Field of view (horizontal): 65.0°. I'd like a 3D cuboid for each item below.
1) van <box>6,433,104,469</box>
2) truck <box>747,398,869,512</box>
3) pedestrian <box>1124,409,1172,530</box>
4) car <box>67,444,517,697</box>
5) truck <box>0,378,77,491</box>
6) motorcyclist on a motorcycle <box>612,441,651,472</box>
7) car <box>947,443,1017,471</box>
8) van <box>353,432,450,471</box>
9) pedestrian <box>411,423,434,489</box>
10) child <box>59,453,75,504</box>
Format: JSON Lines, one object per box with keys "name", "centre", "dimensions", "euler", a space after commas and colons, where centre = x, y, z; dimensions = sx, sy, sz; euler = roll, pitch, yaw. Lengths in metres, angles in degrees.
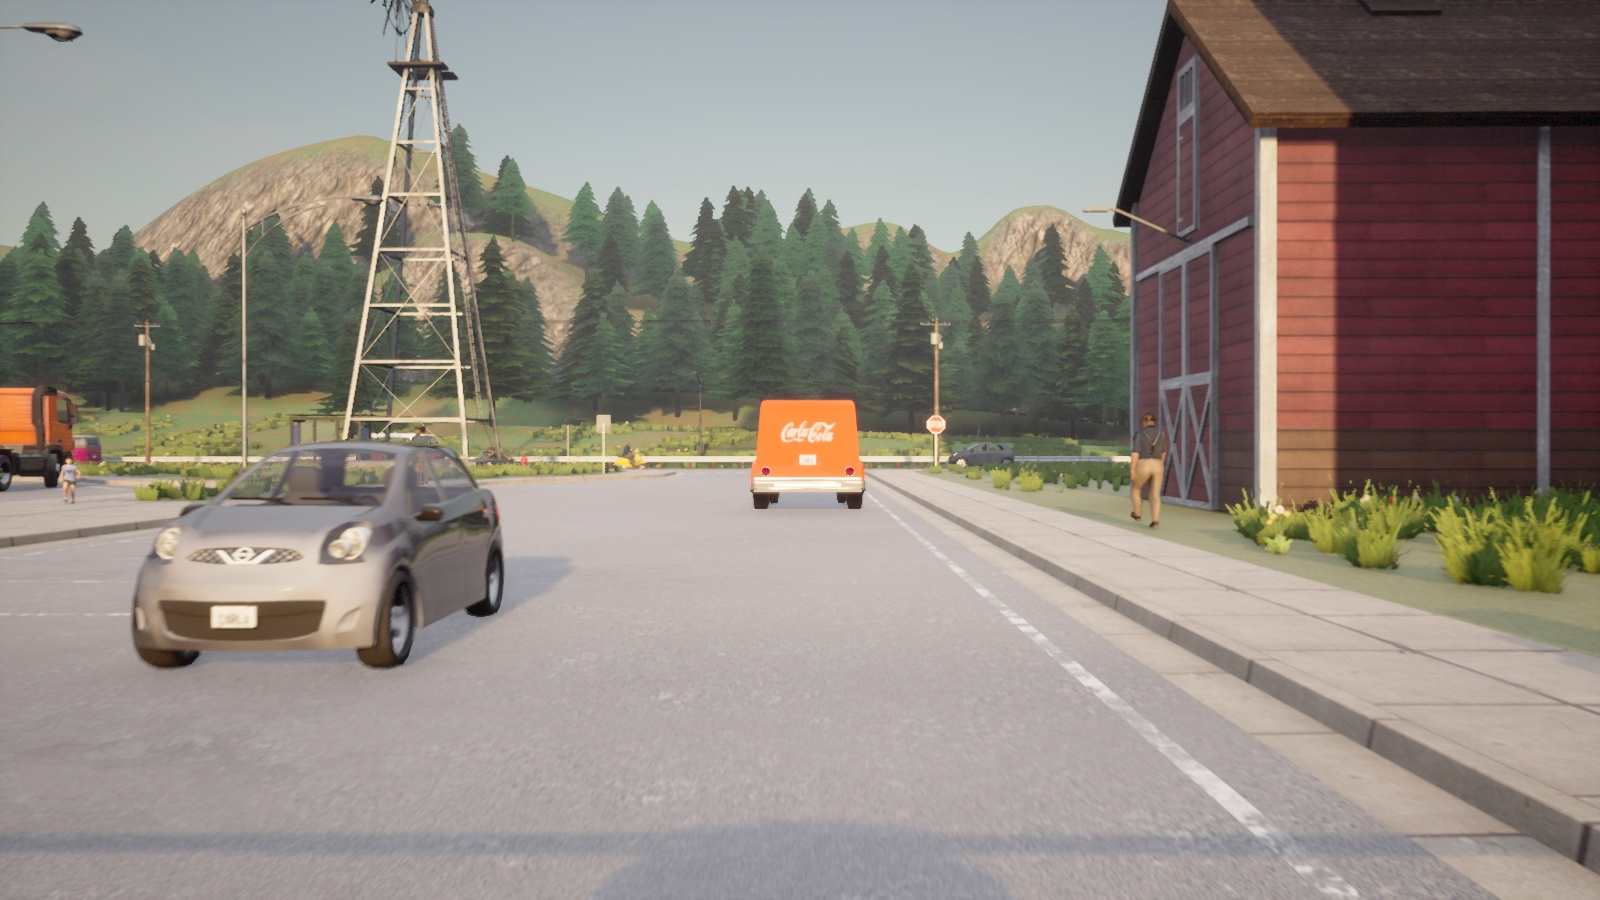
{"name": "van", "centre": [-41.823, 0.068, 70.562], "dimensions": [4.442, 1.987, 1.775], "euler": [0, 0, 1]}
{"name": "truck", "centre": [0.187, 0.092, 29.834], "dimensions": [2.627, 2.467, 5.204], "euler": [0, 0, 0]}
{"name": "pedestrian", "centre": [5.374, 0.295, 19.423], "dimensions": [0.540, 1.848, 0.694], "euler": [0, 0, -1]}
{"name": "car", "centre": [-3.432, 0.705, 9.289], "dimensions": [1.845, 1.501, 3.633], "euler": [0, 0, 0]}
{"name": "truck", "centre": [-26.200, -0.482, 40.043], "dimensions": [2.891, 3.462, 7.936], "euler": [0, 0, -10]}
{"name": "motorcyclist on a motorcycle", "centre": [-8.852, 0.321, 65.906], "dimensions": [1.817, 1.590, 0.866], "euler": [0, 2, 13]}
{"name": "car", "centre": [10.005, 0.378, 69.352], "dimensions": [3.633, 1.501, 1.845], "euler": [0, 0, 1]}
{"name": "van", "centre": [-21.093, 0.081, 66.576], "dimensions": [4.480, 2.038, 2.069], "euler": [0, 0, 1]}
{"name": "pedestrian", "centre": [-11.370, 0.179, 37.831], "dimensions": [0.423, 1.949, 0.788], "euler": [0, 0, 2]}
{"name": "child", "centre": [-16.180, 0.617, 27.712], "dimensions": [0.255, 1.110, 0.394], "euler": [0, 0, -24]}
